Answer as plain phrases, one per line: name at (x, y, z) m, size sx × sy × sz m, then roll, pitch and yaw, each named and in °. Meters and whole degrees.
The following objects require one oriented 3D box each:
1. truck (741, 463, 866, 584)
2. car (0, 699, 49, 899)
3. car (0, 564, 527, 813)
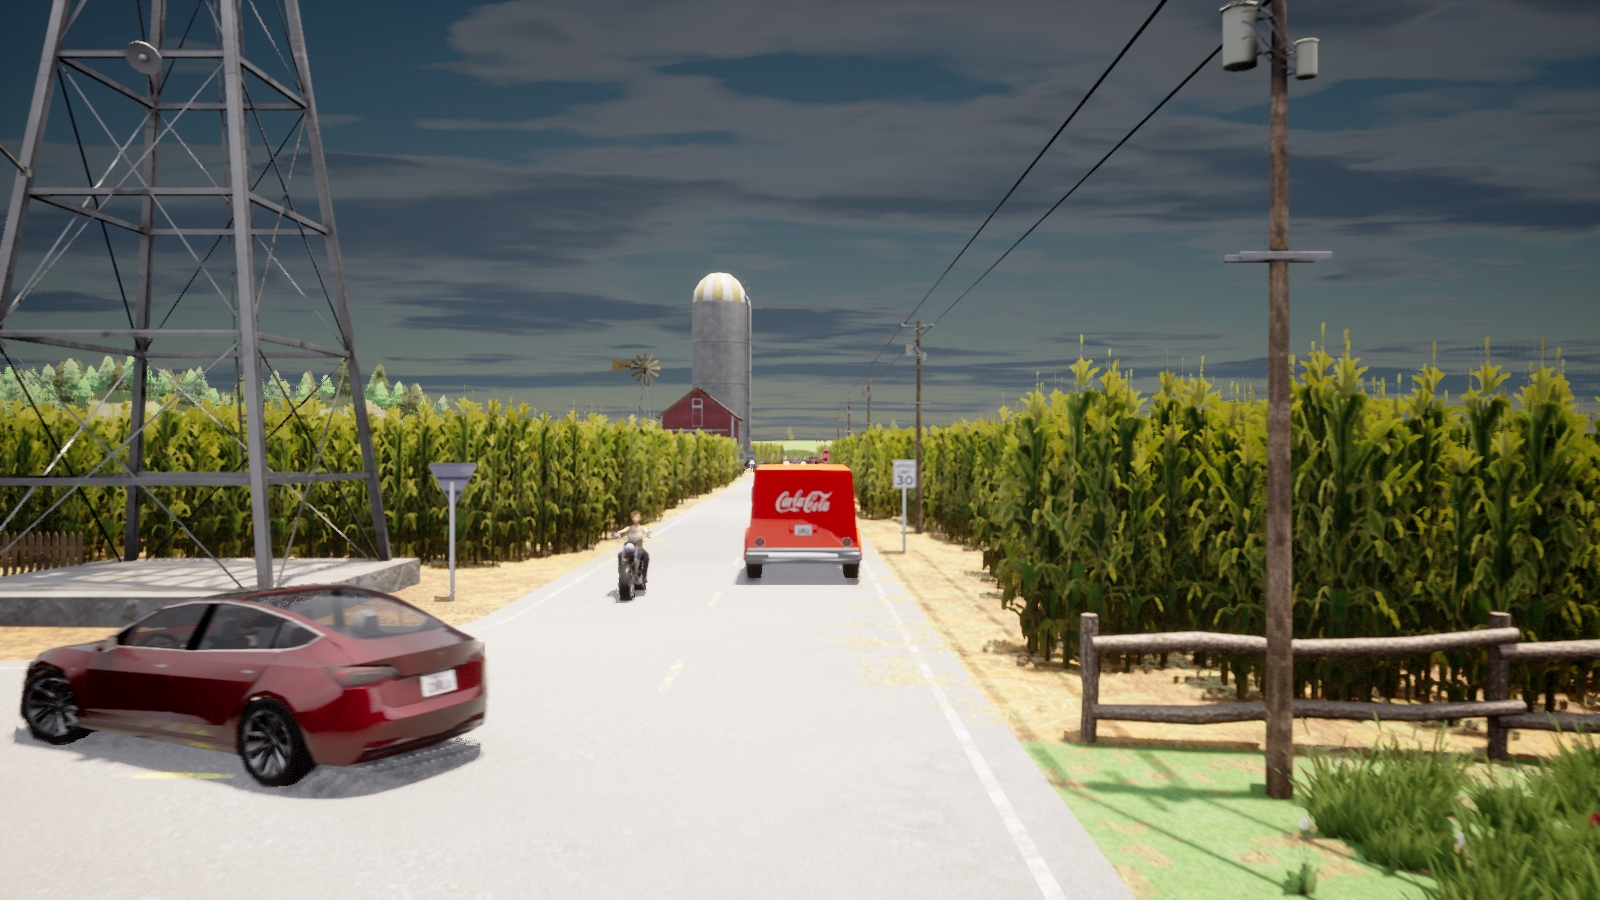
truck at (0.054, 1.572, 26.488) m, size 2.627 × 2.467 × 5.204 m, roll 0°, pitch 0°, yaw 0°
car at (-3.863, 2.094, 3.437) m, size 2.033 × 1.411 × 5.357 m, roll 0°, pitch 0°, yaw -26°
car at (-5.172, 2.023, 10.769) m, size 4.792 × 1.488 × 2.163 m, roll 0°, pitch 0°, yaw 27°
